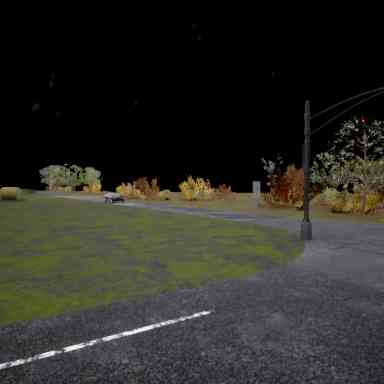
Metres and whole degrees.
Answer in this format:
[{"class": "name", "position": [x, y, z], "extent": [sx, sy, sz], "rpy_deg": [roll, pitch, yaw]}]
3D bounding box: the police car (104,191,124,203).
[{"class": "police car", "position": [-11.649, 0.744, 49.721], "extent": [1.930, 1.638, 5.238], "rpy_deg": [1, 0, -32]}]
